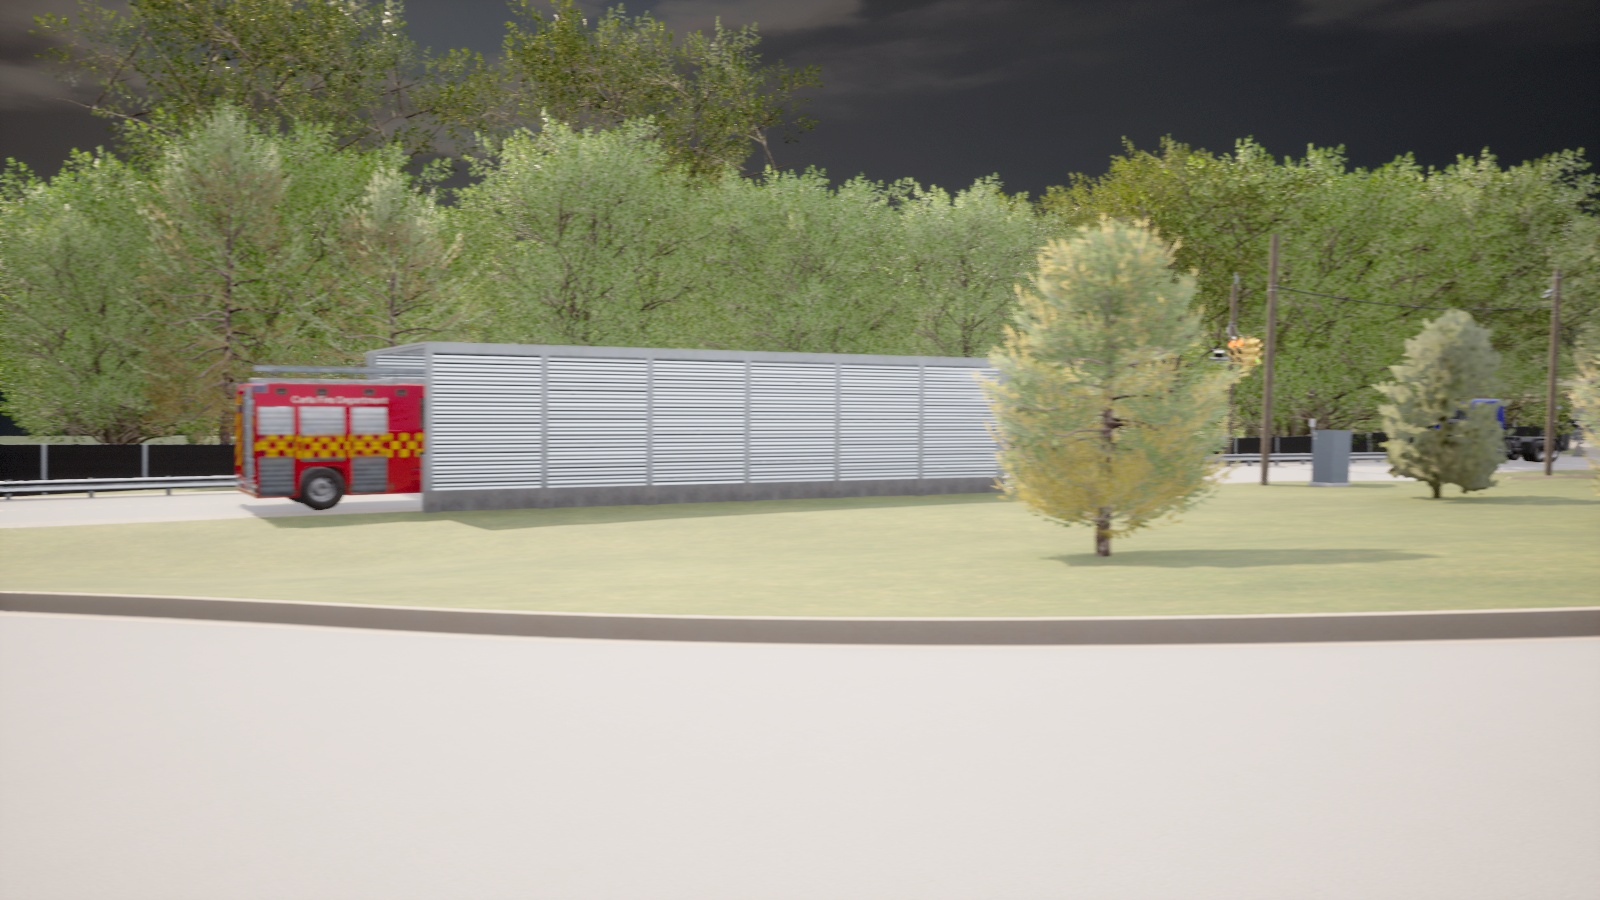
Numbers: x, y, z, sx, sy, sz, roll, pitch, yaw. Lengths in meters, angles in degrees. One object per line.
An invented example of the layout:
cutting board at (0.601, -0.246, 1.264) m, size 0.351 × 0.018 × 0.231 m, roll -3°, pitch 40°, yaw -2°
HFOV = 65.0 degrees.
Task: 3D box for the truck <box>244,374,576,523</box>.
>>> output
truck at (-10.939, -0.198, 35.735) m, size 8.468 × 3.827 × 2.891 m, roll -2°, pitch 3°, yaw -33°

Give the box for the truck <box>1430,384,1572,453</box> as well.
truck at (37.417, -1.755, 66.972) m, size 7.936 × 3.462 × 2.891 m, roll -2°, pitch 3°, yaw -29°
